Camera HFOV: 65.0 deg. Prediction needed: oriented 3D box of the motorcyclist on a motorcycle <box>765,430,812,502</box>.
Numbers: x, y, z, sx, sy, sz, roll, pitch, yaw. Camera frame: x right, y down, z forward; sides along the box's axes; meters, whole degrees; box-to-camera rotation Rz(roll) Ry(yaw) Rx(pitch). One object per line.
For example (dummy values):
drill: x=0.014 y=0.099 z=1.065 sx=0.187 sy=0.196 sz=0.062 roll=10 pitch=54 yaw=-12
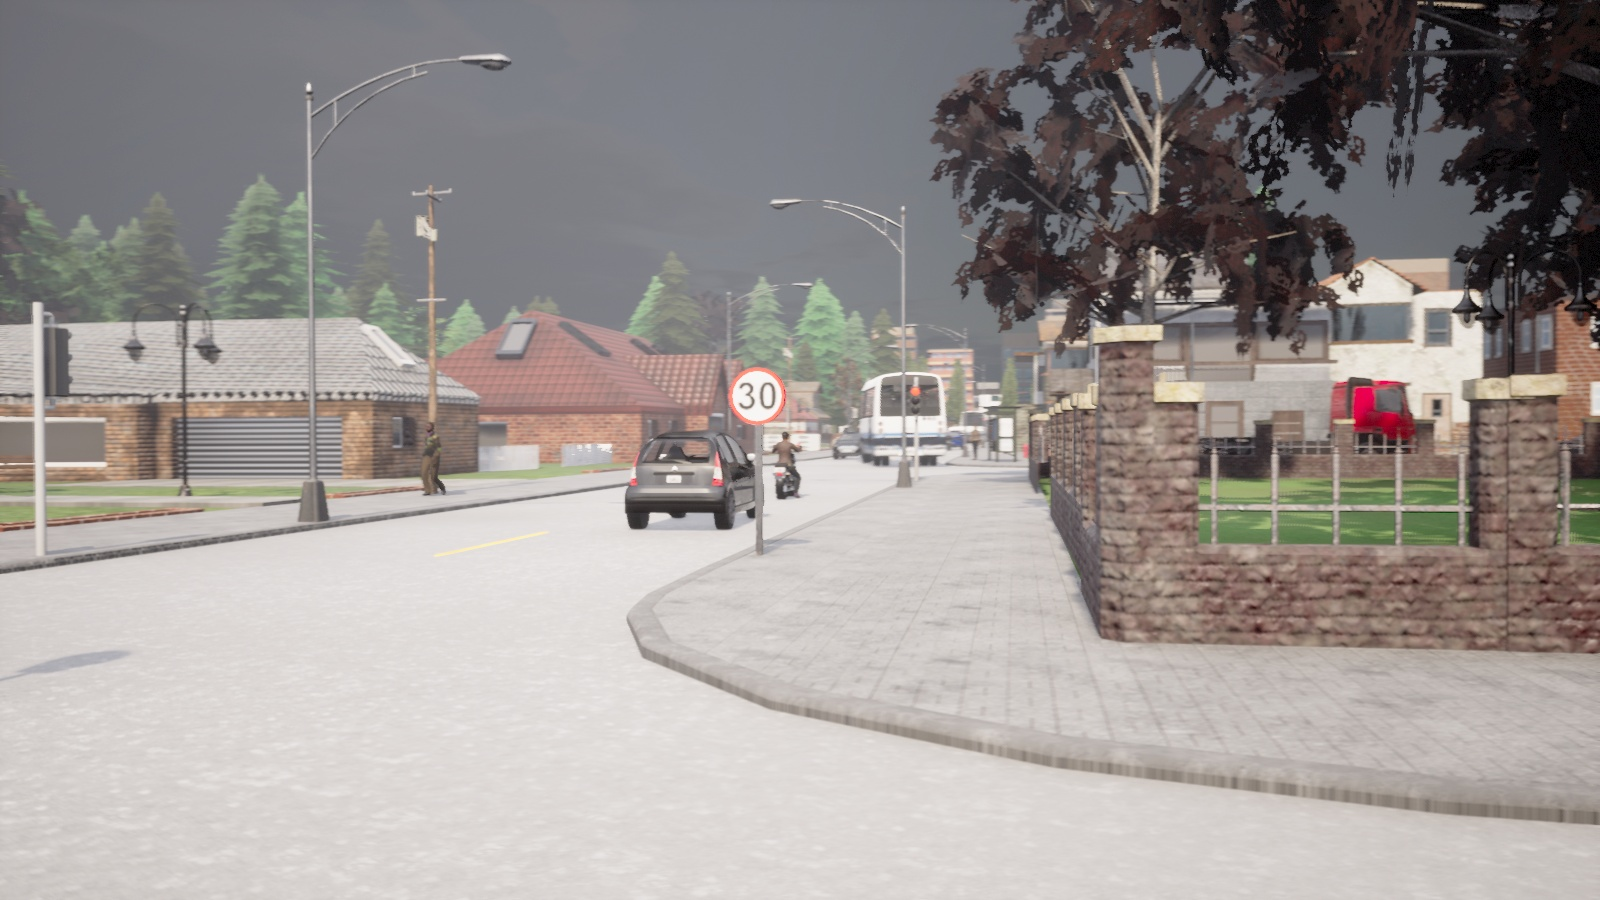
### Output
motorcyclist on a motorcycle: x=-0.255 y=0.356 z=30.207 sx=0.766 sy=1.649 sz=2.350 roll=0 pitch=1 yaw=9

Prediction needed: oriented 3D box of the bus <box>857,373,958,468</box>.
bus: x=5.059 y=-1.399 z=61.539 sx=3.944 sy=4.253 sz=10.273 roll=0 pitch=1 yaw=-1

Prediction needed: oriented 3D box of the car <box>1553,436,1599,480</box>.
car: x=29.493 y=0.271 z=44.116 sx=4.892 sy=1.490 sz=1.837 roll=0 pitch=1 yaw=7

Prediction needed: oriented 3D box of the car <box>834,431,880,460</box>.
car: x=3.398 y=-0.270 z=74.004 sx=2.033 sy=1.649 sz=4.856 roll=0 pitch=1 yaw=11

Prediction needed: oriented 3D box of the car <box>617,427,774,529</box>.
car: x=-1.714 y=0.416 z=21.984 sx=1.851 sy=1.617 sz=3.988 roll=0 pitch=1 yaw=9

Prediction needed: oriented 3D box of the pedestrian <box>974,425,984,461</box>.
pedestrian: x=9.199 y=-0.345 z=64.379 sx=0.331 sy=1.846 sz=0.634 roll=0 pitch=1 yaw=26

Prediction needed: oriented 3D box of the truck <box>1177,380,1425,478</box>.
truck: x=18.168 y=-0.763 z=45.984 sx=7.936 sy=3.462 sz=2.891 roll=0 pitch=1 yaw=6

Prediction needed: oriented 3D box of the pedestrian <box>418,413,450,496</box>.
pedestrian: x=-8.691 y=0.104 z=29.813 sx=0.395 sy=1.930 sz=0.692 roll=0 pitch=1 yaw=21
